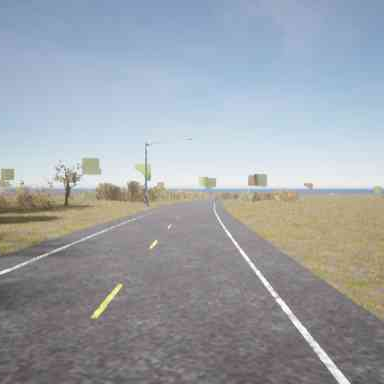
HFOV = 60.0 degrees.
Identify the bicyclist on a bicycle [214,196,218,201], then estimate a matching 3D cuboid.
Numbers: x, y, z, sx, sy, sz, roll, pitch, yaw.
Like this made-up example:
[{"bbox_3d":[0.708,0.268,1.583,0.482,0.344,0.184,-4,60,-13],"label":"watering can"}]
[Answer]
[{"bbox_3d":[6.675,1.962,94.891,0.582,1.620,1.656,-1,-1,7],"label":"bicyclist on a bicycle"}]
